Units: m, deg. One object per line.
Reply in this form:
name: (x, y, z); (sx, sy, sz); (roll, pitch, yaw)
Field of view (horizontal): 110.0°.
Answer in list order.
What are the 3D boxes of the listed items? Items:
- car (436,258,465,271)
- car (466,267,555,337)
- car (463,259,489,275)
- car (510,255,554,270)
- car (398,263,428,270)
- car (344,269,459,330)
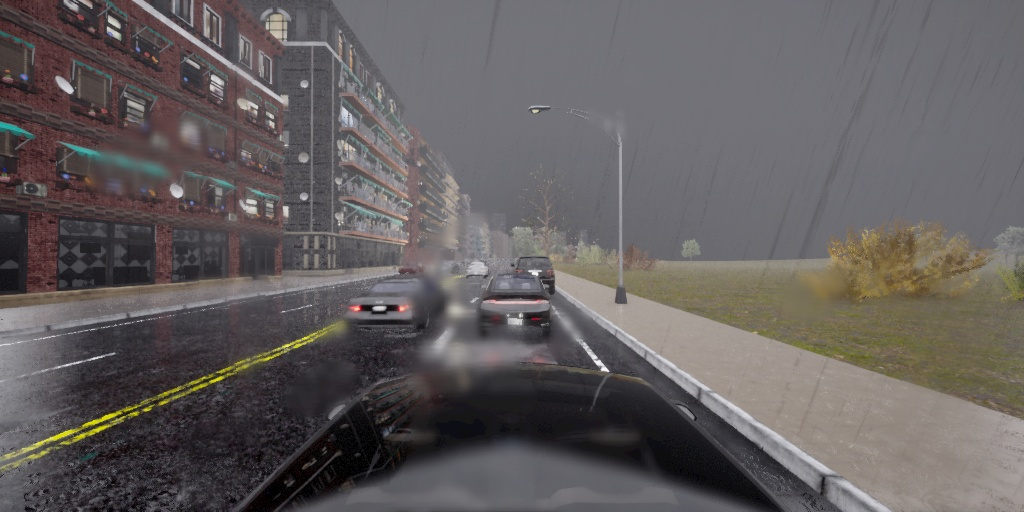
car: (-6.635, 1.243, 37.529); (2.128, 1.511, 4.902); (0, 0, 0)
car: (0.092, 1.243, 10.303); (2.128, 1.511, 4.902); (0, 0, 0)
car: (-3.193, 1.278, 33.999); (1.812, 1.442, 4.674); (0, 0, 0)
car: (1.120, 0.977, 20.174); (2.150, 2.045, 5.566); (0, 0, 0)
car: (-9.884, 1.353, 36.005); (1.895, 1.301, 4.718); (0, 0, 0)
car: (-3.158, 1.298, 11.045); (2.033, 1.411, 5.357); (0, 0, 0)
